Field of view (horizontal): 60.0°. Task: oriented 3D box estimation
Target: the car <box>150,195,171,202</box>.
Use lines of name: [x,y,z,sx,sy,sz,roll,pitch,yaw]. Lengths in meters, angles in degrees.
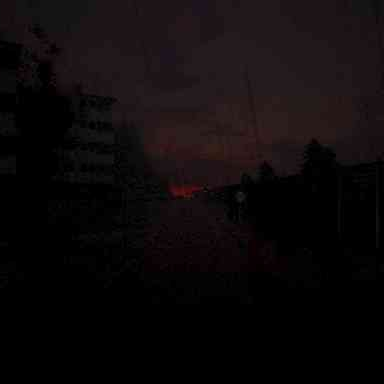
car: [-7.410,1.500,78.016,4.892,1.490,1.837,0,0,-32]
